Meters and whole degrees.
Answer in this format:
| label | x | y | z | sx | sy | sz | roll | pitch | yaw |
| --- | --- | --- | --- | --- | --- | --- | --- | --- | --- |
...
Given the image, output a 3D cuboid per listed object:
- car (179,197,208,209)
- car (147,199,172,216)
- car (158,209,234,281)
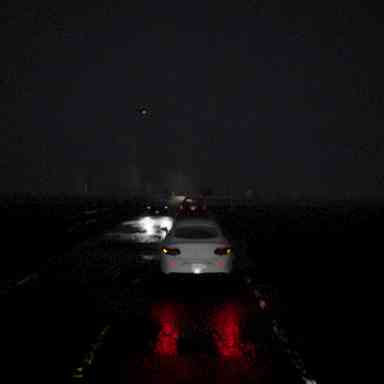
| label | x | y | z | sx | sy | sz | roll | pitch | yaw |
| --- | --- | --- | --- | --- | --- | --- | --- | --- | --- |
| car | 0.081 | 1.121 | 24.920 | 2.097 | 1.767 | 4.553 | 0 | 1 | 0 |
| car | -2.831 | 1.325 | 29.455 | 1.895 | 1.301 | 4.718 | 0 | 1 | 0 |
| car | 0.084 | 1.438 | 9.507 | 1.812 | 1.442 | 4.674 | 0 | 0 | -1 |
